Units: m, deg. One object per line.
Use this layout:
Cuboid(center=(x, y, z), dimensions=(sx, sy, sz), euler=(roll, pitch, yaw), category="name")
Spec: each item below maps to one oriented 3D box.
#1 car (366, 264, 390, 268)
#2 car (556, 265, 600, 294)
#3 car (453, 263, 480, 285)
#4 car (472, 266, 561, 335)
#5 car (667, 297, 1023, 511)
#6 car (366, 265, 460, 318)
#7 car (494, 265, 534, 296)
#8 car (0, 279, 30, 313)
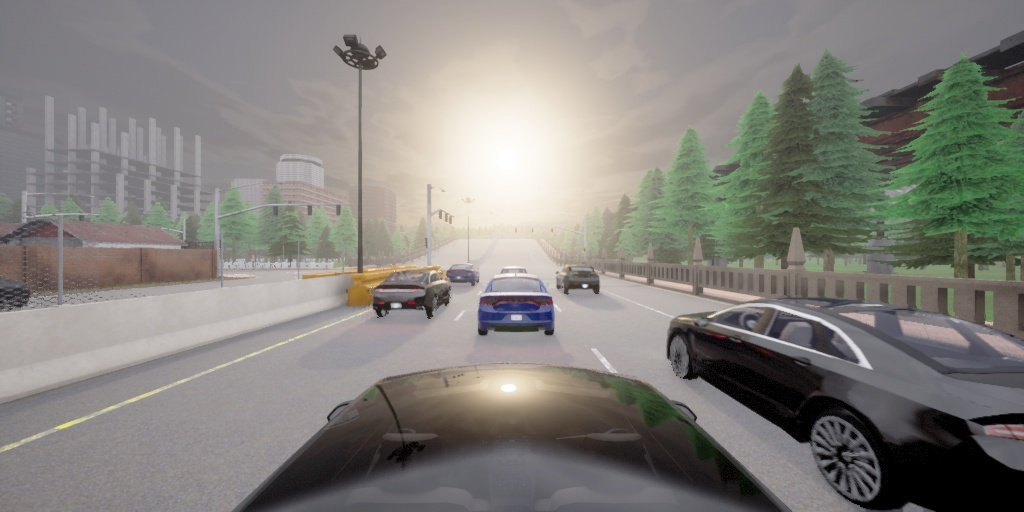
Cuboid(center=(-10.509, 1.314, 28.469), dimensions=(1.994, 1.385, 4.181), euler=(0, 0, 0), category="car")
Cuboid(center=(3.606, 1.252, 20.115), dimensions=(1.837, 1.490, 4.892), euler=(0, -1, 0), category="car")
Cuboid(center=(-3.393, 1.228, 25.334), dimensions=(1.882, 1.535, 5.008), euler=(0, 0, 0), category="car")
Cuboid(center=(0.100, 1.228, 10.497), dimensions=(1.882, 1.535, 5.008), euler=(0, 0, 0), category="car")
Cuboid(center=(3.599, 1.243, 4.315), dimensions=(2.128, 1.511, 4.902), euler=(0, 0, 0), category="car")
Cuboid(center=(-3.396, 1.240, 12.944), dimensions=(2.128, 1.511, 4.902), euler=(0, 0, 0), category="car")
Cuboid(center=(0.106, 1.297, 20.568), dimensions=(2.033, 1.411, 5.357), euler=(0, 0, 0), category="car")
Cuboid(center=(-17.594, 1.254, 10.268), dimensions=(1.837, 1.490, 4.892), euler=(0, 0, 0), category="car")
